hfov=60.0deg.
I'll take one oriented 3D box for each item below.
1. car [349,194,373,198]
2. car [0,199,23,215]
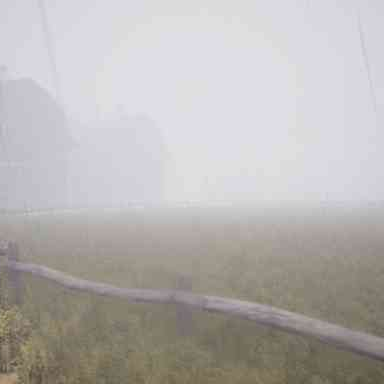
[{"bbox_3d":[41.833,1.389,82.899,4.605,1.855,1.932,0,0,35],"label":"car"},{"bbox_3d":[-17.384,1.488,29.134,2.097,1.767,4.553,0,0,38],"label":"car"}]
